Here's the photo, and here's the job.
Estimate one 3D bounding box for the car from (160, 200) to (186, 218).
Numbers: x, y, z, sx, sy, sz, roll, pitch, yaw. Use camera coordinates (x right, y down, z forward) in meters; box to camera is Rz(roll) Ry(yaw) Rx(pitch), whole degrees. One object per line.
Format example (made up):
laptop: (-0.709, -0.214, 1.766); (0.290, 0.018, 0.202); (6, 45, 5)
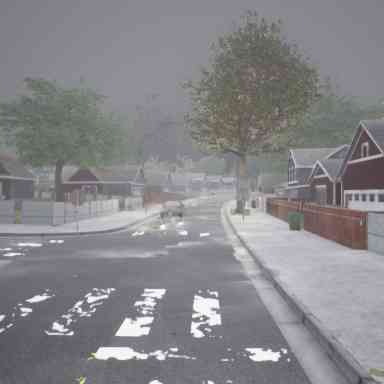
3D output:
car: (-1.578, 1.462, 29.020); (1.812, 1.442, 4.674); (0, 1, 4)
